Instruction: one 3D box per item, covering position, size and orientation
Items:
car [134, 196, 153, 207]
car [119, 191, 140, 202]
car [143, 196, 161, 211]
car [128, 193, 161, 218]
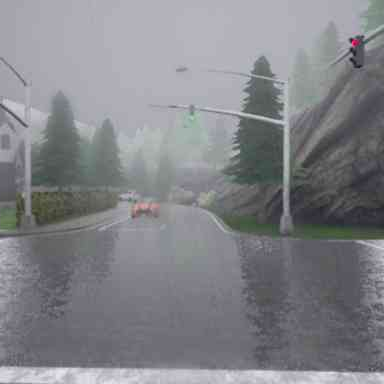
[{"bbox_3d":[-6.946,1.281,47.233,1.994,1.385,4.181,0,0,-19],"label":"car"},{"bbox_3d":[-11.919,0.837,64.172,2.150,2.045,5.566,0,0,-44],"label":"car"},{"bbox_3d":[-4.573,1.280,37.602,1.837,1.490,4.892,0,0,-9],"label":"car"},{"bbox_3d":[-3.766,1.185,27.792,2.097,1.767,4.553,0,0,-2],"label":"car"}]
